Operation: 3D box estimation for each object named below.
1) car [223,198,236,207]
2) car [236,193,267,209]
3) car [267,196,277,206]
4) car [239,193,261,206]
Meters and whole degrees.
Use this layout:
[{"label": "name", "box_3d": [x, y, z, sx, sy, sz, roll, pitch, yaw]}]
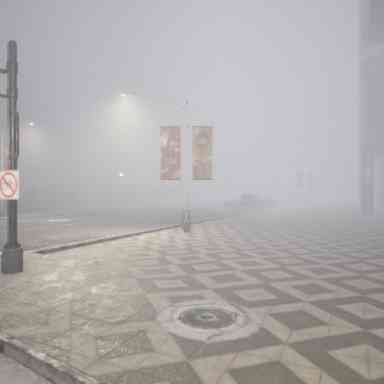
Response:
[{"label": "car", "box_3d": [6.221, 1.568, 49.020, 1.895, 1.301, 4.718, 0, 0, 27]}, {"label": "car", "box_3d": [8.270, 1.187, 45.801, 2.150, 2.045, 5.566, 0, 0, 27]}, {"label": "car", "box_3d": [12.794, 1.447, 55.126, 2.128, 1.511, 4.902, 0, 0, 26]}, {"label": "car", "box_3d": [9.888, 1.180, 56.582, 2.150, 2.045, 5.566, 0, 0, 26]}]
